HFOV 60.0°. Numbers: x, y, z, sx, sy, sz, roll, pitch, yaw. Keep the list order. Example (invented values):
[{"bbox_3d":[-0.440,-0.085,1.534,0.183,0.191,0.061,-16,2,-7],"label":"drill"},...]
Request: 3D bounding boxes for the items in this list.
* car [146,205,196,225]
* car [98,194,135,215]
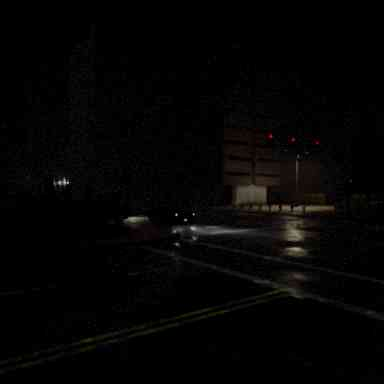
[{"bbox_3d":[-1.652,1.645,25.032,1.895,1.301,4.718,0,0,-34],"label":"car"},{"bbox_3d":[-7.784,1.266,33.726,2.150,2.045,5.566,0,0,-36],"label":"car"}]
